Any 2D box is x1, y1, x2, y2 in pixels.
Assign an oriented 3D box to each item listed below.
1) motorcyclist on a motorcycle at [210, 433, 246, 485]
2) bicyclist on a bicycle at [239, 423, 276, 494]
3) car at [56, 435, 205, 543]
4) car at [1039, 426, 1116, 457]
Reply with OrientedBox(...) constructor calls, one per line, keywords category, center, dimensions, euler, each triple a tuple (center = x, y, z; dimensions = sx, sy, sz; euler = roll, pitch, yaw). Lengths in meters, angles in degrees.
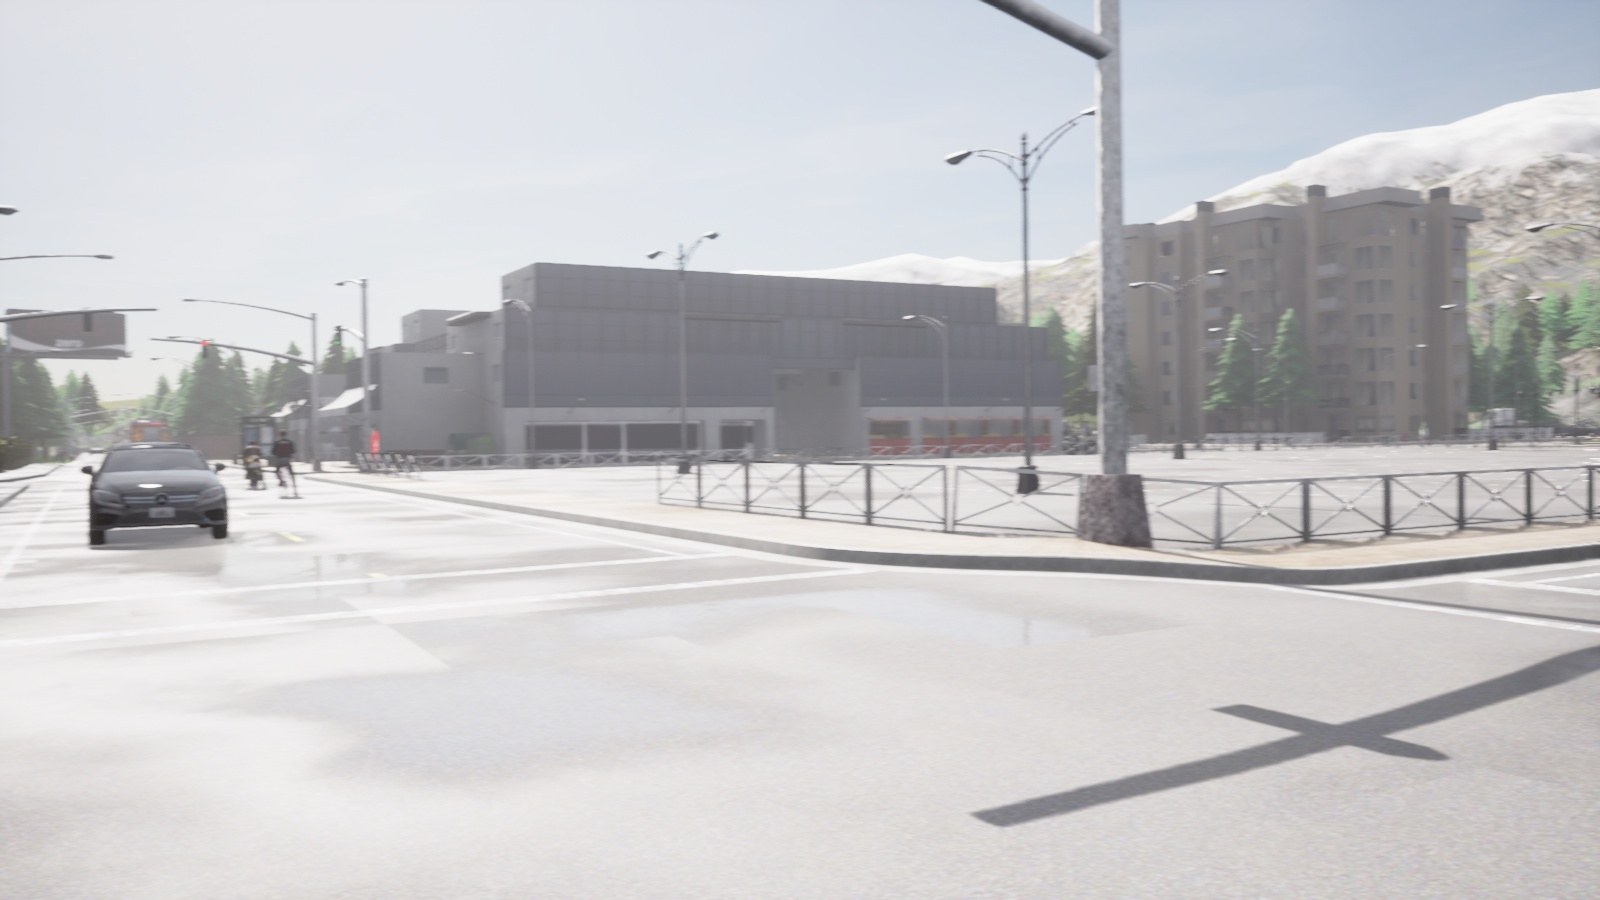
OrientedBox(category="motorcyclist on a motorcycle", center=(-17.556, 0.254, 38.514), dimensions=(0.797, 1.523, 2.044), euler=(-1, 1, -30))
OrientedBox(category="bicyclist on a bicycle", center=(-14.084, 0.196, 32.580), dimensions=(0.659, 1.776, 1.843), euler=(-1, 1, -30))
OrientedBox(category="car", center=(-10.451, 0.502, 19.454), dimensions=(1.812, 1.442, 4.674), euler=(-1, 1, -30))
OrientedBox(category="car", center=(17.204, -0.560, 77.768), dimensions=(4.605, 1.855, 1.932), euler=(-1, 1, -30))
